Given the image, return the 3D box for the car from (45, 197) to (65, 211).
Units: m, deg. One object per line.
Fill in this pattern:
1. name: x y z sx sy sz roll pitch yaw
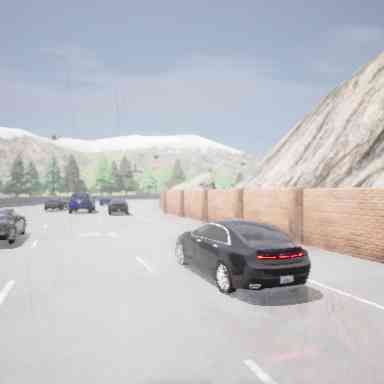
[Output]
1. car: -15.316 1.334 37.920 2.128 1.511 4.902 0 0 -8

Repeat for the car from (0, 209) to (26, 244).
1. car: -8.810 1.474 15.121 2.033 1.411 5.357 0 0 -20

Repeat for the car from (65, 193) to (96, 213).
1. car: -11.309 1.087 34.469 2.150 2.045 5.566 0 0 -11

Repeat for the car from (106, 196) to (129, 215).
1. car: -7.263 1.394 32.739 1.837 1.490 4.892 0 1 -14

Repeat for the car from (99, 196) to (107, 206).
1. car: -12.305 1.301 49.753 1.882 1.535 5.008 0 0 3

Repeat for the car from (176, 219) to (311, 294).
1. car: 1.029 1.485 8.878 1.837 1.490 4.892 0 0 -21
